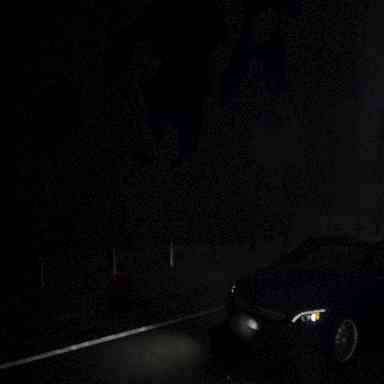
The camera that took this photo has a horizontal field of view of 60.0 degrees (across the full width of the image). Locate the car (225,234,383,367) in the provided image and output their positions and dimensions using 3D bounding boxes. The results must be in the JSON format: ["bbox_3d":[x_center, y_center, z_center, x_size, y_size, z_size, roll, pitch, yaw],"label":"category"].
[{"bbox_3d":[2.709,1.524,5.904,4.674,1.442,1.812,0,0,-36],"label":"car"}]
